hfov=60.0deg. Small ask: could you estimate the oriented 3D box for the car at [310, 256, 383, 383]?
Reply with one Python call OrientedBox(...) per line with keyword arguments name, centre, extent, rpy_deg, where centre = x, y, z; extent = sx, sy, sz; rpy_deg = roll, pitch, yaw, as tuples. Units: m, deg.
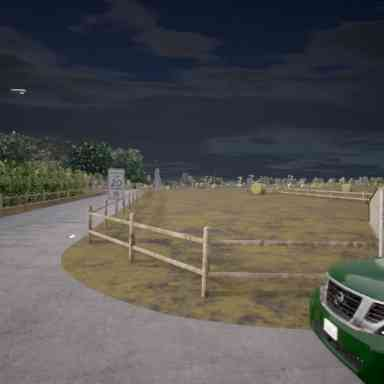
OrientedBox(name="car", centre=(4.374, 1.236, 3.970), extent=(5.566, 2.045, 2.150), rpy_deg=(0, 0, -2))
